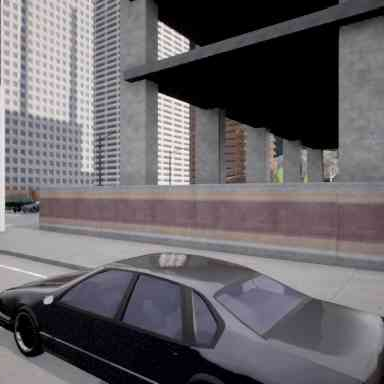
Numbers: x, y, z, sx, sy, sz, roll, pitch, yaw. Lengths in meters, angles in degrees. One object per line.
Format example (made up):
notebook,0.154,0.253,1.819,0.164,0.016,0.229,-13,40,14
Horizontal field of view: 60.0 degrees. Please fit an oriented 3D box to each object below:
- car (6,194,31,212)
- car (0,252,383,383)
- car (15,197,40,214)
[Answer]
car,-19.873,1.221,35.634,2.150,2.045,5.566,0,0,36
car,-0.411,1.547,4.285,5.357,1.411,2.033,0,0,35
car,-15.732,1.526,35.357,1.812,1.442,4.674,0,0,36
